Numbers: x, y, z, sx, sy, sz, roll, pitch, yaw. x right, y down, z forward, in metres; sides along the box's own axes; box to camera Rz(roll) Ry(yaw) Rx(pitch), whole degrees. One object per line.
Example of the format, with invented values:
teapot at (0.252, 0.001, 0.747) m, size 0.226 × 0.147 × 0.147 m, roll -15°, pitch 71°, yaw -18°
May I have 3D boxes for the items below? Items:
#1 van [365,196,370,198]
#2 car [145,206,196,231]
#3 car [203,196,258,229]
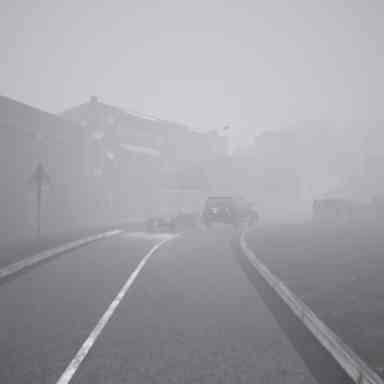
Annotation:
van at (23.464, 1.402, 41.105) m, size 1.878 × 1.987 × 4.442 m, roll -3°, pitch -2°, yaw -12°
car at (-1.202, 1.621, 21.193) m, size 1.812 × 1.442 × 4.674 m, roll -1°, pitch -2°, yaw 23°
car at (2.644, 1.314, 22.156) m, size 2.150 × 2.045 × 5.566 m, roll -2°, pitch -3°, yaw 28°
